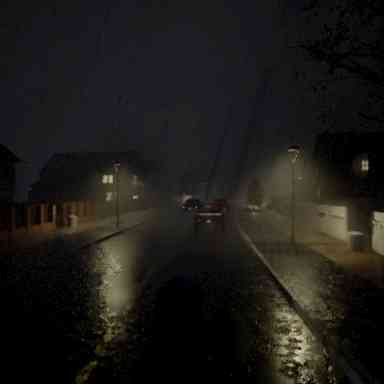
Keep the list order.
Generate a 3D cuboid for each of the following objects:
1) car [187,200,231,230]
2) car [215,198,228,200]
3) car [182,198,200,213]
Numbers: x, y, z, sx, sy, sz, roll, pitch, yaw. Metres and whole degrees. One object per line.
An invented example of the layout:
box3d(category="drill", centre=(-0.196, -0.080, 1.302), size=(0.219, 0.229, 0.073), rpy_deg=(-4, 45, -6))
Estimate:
box3d(category="car", centre=(1.184, 1.470, 20.941), size=(2.128, 1.511, 4.902), rpy_deg=(0, 0, 6))
box3d(category="car", centre=(3.391, 1.426, 37.946), size=(1.882, 1.535, 5.008), rpy_deg=(0, 0, 10))
box3d(category="car", centre=(0.120, 1.473, 36.144), size=(1.837, 1.490, 4.892), rpy_deg=(0, 0, 9))
